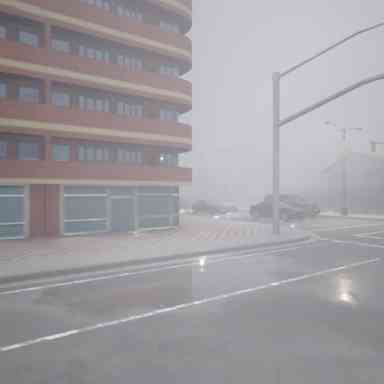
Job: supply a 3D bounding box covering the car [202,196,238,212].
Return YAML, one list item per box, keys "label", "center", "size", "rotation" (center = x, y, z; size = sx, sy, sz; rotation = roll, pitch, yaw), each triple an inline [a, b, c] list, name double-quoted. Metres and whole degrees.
- label: "car"
  center: [3.315, 1.526, 38.390]
  size: [1.812, 1.442, 4.674]
  rotation: [0, 0, -35]

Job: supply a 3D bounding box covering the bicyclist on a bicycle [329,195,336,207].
- label: "bicyclist on a bicycle"
  center: [19.354, 1.301, 45.898]
  size: [1.656, 1.620, 0.582]
  rotation: [0, 0, -35]

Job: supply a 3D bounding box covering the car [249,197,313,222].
- label: "car"
  center: [6.867, 1.478, 27.014]
  size: [1.882, 1.535, 5.008]
  rotation: [0, 0, -34]

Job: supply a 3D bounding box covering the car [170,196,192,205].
- label: "car"
  center: [-2.064, 1.526, 60.548]
  size: [1.812, 1.442, 4.674]
  rotation: [0, 0, -34]

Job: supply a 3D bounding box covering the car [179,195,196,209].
- label: "car"
  center: [-1.929, 1.505, 45.993]
  size: [1.837, 1.490, 4.892]
  rotation: [0, 0, -34]

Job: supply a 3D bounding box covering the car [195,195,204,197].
- label: "car"
  center: [0.787, 1.352, 62.494]
  size: [2.097, 1.767, 4.553]
  rotation: [0, 0, -35]

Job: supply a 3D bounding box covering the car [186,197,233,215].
- label: "car"
  center: [1.744, 1.526, 34.491]
  size: [1.812, 1.442, 4.674]
  rotation: [0, 0, -35]

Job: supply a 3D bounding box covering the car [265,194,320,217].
- label: "car"
  center: [8.854, 1.221, 30.344]
  size: [2.150, 2.045, 5.566]
  rotation: [0, 0, -34]
